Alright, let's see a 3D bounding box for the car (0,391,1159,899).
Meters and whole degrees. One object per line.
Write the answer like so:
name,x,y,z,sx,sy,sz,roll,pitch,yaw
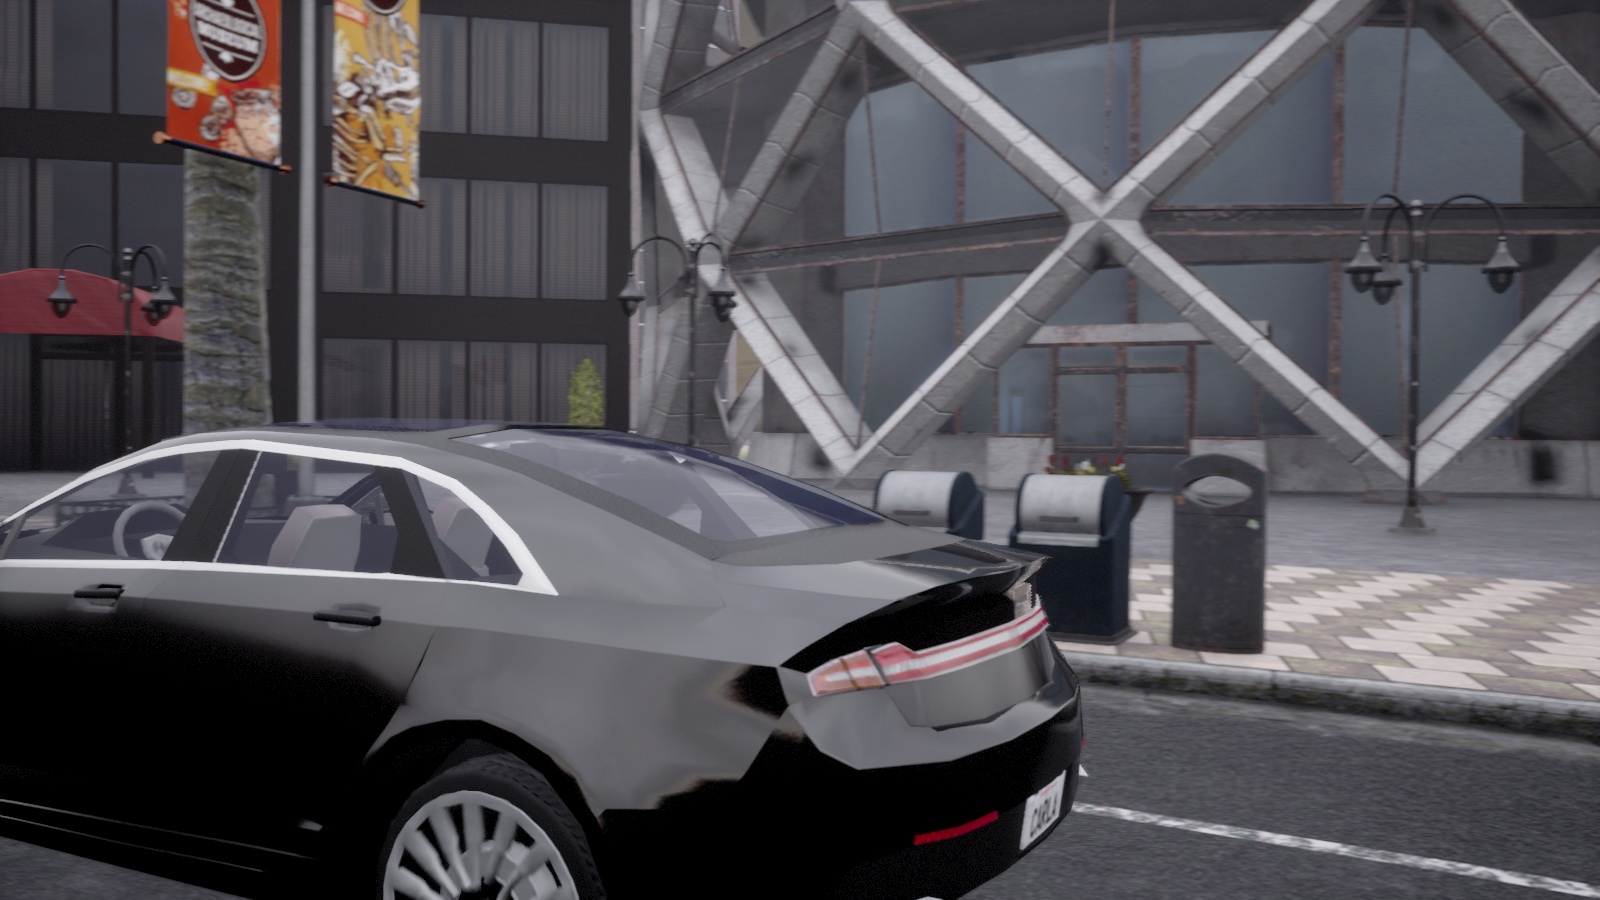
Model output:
car,-1.507,0.639,4.282,4.902,1.511,2.128,0,1,28
